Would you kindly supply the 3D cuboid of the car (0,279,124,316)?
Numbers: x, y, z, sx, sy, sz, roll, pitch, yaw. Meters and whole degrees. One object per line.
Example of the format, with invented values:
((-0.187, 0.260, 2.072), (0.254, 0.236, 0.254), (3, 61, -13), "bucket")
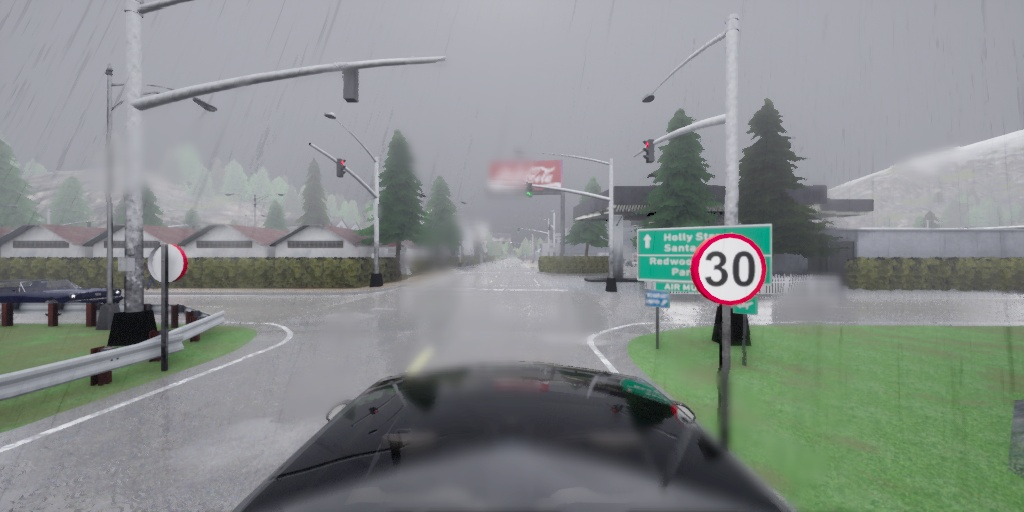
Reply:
((-18.086, 1.544, 13.791), (4.718, 1.301, 1.895), (0, 0, 1), "car")

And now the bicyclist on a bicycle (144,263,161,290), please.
((-21.674, 1.246, 21.322), (0.582, 1.620, 1.656), (0, 0, 1), "bicyclist on a bicycle")
